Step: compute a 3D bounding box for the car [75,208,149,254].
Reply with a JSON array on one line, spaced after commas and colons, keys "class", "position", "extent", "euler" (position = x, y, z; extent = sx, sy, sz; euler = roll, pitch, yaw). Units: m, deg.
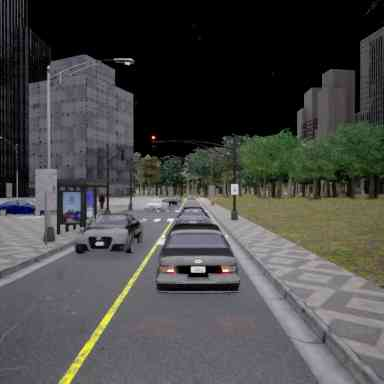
[{"class": "car", "position": [-3.108, 1.559, 13.232], "extent": [1.994, 1.385, 4.181], "euler": [0, 0, 0]}]

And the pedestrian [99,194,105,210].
[{"class": "pedestrian", "position": [-10.108, 1.051, 37.285], "extent": [0.375, 1.860, 0.375], "euler": [0, 0, 1]}]

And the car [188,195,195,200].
[{"class": "car", "position": [-0.153, 1.470, 86.414], "extent": [1.895, 1.301, 4.718], "euler": [0, 0, 0]}]

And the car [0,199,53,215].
[{"class": "car", "position": [-15.658, 1.426, 31.180], "extent": [5.008, 1.535, 1.882], "euler": [0, 0, 0]}]

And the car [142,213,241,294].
[{"class": "car", "position": [0.094, 1.545, 8.939], "extent": [2.033, 1.411, 5.357], "euler": [0, 0, -1]}]

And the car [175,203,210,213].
[{"class": "car", "position": [0.071, 1.554, 19.217], "extent": [1.994, 1.385, 4.181], "euler": [0, 0, 0]}]

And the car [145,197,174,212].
[{"class": "car", "position": [-3.895, 1.490, 38.528], "extent": [1.812, 1.442, 4.674], "euler": [0, 0, 12]}]

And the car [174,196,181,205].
[{"class": "car", "position": [-3.128, 1.544, 52.954], "extent": [1.895, 1.301, 4.718], "euler": [0, 0, 0]}]
